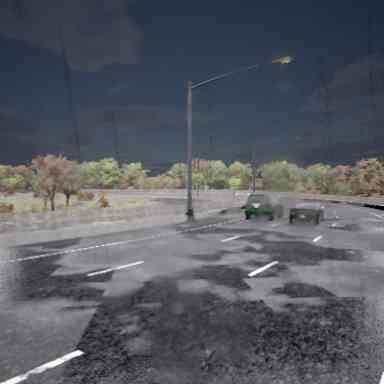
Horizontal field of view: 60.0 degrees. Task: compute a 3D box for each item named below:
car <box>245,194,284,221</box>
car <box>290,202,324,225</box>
[{"bbox_3d":[5.887,1.156,26.736,2.150,2.045,5.566,0,0,25],"label":"car"},{"bbox_3d":[8.258,1.423,23.706,1.882,1.535,5.008,0,0,27],"label":"car"}]
